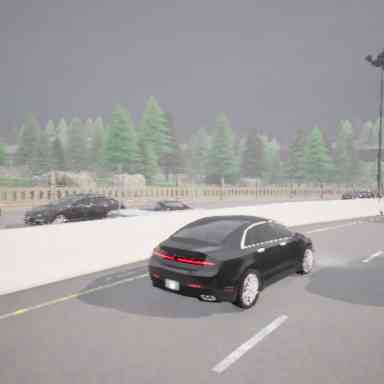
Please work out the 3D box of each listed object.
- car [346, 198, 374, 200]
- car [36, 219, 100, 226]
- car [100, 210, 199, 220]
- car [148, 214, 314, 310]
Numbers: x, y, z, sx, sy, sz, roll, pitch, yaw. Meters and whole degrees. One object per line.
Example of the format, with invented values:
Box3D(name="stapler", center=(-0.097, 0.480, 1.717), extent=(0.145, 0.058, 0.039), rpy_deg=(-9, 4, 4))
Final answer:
Box3D(name="car", center=(21.258, 0.488, 42.550), extent=(4.892, 1.490, 1.837), rpy_deg=(1, 2, -29))
Box3D(name="car", center=(-5.455, 0.862, 16.134), extent=(1.837, 1.490, 4.892), rpy_deg=(2, 2, 41))
Box3D(name="car", center=(-1.560, 1.055, 15.342), extent=(1.895, 1.301, 4.718), rpy_deg=(3, 3, 42))
Box3D(name="car", center=(1.188, 1.269, 7.455), extent=(1.837, 1.490, 4.892), rpy_deg=(2, 2, 39))
